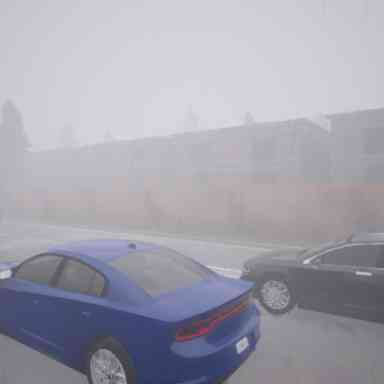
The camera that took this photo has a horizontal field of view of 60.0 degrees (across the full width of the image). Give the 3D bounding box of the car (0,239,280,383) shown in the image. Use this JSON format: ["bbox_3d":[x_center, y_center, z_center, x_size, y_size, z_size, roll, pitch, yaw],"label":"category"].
[{"bbox_3d":[-1.488,1.457,4.964,5.008,1.535,1.882,0,0,35],"label":"car"}]

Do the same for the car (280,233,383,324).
[{"bbox_3d":[3.239,1.494,5.920,4.892,1.490,1.837,0,0,35],"label":"car"}]
